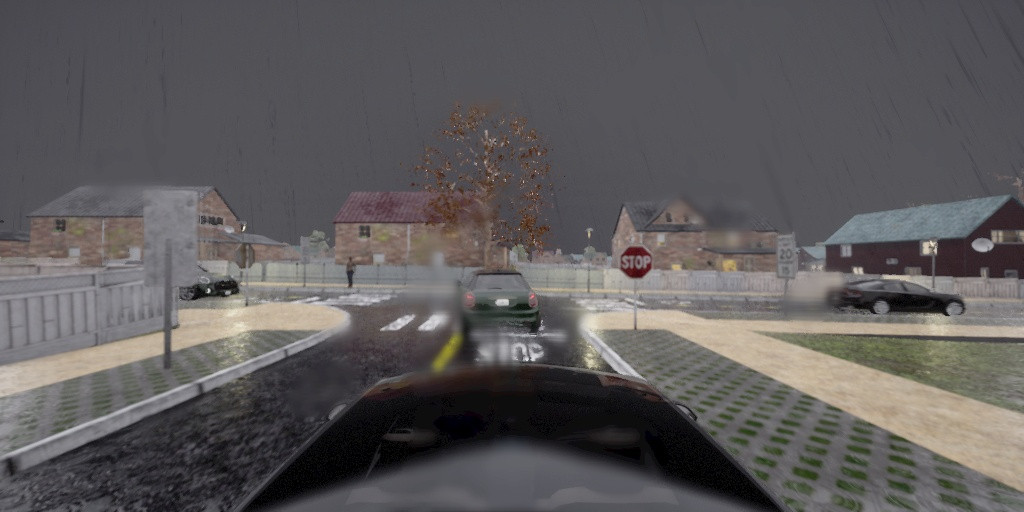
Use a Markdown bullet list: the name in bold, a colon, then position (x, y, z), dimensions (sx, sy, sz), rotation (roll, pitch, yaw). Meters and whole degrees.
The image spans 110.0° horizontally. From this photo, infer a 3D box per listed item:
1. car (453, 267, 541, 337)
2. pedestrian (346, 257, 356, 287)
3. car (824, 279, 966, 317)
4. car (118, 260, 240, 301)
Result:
- **car**: position (-0.637, 1.183, 10.931), dimensions (2.097, 1.767, 4.553), rotation (0, -1, -11)
- **pedestrian**: position (-9.675, 0.948, 21.467), dimensions (0.375, 1.860, 0.375), rotation (0, -2, 0)
- **car**: position (16.666, 1.774, 15.722), dimensions (5.008, 1.535, 1.882), rotation (1, -1, 0)
- **car**: position (-14.564, 0.969, 15.583), dimensions (4.553, 1.767, 2.097), rotation (1, -1, 0)
